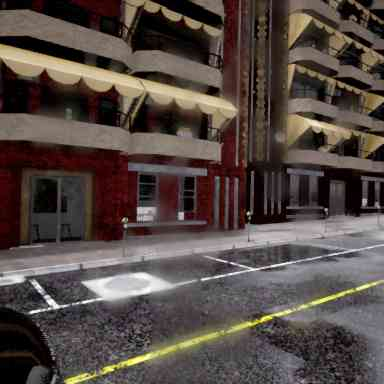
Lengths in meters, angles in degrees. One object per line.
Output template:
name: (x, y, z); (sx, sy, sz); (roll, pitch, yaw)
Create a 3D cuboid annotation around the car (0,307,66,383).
car: (-3.187, 1.222, 0.896); (5.566, 2.045, 2.150); (0, 0, -35)
